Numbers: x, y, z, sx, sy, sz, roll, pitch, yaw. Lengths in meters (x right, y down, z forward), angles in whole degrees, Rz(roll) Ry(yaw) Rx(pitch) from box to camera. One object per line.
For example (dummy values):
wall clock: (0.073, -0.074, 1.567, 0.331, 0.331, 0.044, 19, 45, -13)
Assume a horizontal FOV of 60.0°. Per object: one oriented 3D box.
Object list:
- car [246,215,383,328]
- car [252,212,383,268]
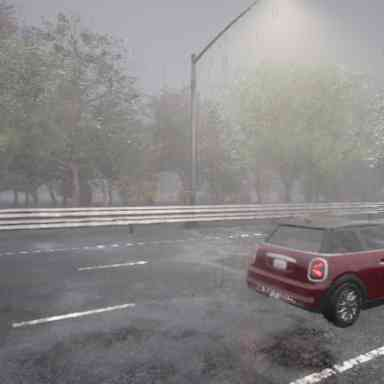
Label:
car: (3.447, 1.348, 7.151, 4.553, 1.767, 2.097, 0, 0, -30)
car: (4.909, 1.538, 12.032, 5.357, 1.411, 2.033, 0, 0, -30)
